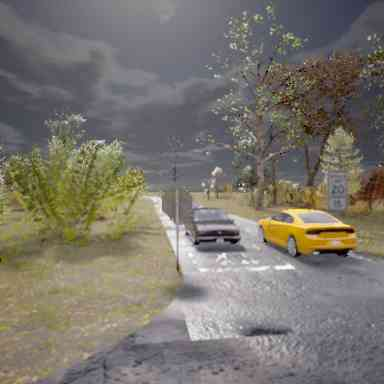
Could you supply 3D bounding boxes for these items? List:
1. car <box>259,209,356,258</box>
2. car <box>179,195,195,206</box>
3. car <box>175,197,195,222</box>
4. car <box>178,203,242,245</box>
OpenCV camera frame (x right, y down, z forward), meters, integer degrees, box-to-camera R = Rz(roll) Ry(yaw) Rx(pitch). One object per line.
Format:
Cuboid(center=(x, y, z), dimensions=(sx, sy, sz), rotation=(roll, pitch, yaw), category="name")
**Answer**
Cuboid(center=(4.073, 1.395, 12.640), dimensions=(1.882, 1.535, 5.008), rotation=(0, 0, -8), category="car")
Cuboid(center=(-0.772, 1.229, 49.691), dimensions=(1.994, 1.385, 4.181), rotation=(0, 0, -7), category="car")
Cuboid(center=(-0.488, 1.329, 24.819), dimensions=(1.882, 1.535, 5.008), rotation=(0, 0, -7), category="car")
Cuboid(center=(0.746, 1.466, 15.423), dimensions=(2.033, 1.411, 5.357), rotation=(0, 0, -7), category="car")
